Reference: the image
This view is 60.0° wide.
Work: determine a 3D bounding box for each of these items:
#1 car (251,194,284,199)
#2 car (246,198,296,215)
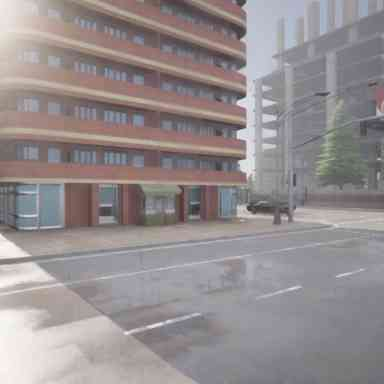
[{"bbox_3d":[8.819,1.222,37.042,2.150,2.045,5.566,0,0,-36],"label":"car"},{"bbox_3d":[7.662,1.601,32.699,1.895,1.301,4.718,0,0,-36],"label":"car"}]
